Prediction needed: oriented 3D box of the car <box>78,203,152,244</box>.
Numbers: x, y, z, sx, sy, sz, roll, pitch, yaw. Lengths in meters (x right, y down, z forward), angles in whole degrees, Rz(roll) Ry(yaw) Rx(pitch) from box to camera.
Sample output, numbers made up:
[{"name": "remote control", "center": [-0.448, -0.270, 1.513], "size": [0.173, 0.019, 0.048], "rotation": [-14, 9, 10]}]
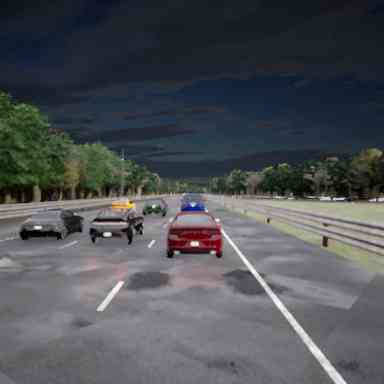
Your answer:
[{"name": "car", "center": [-3.409, 1.491, 15.844], "size": [2.128, 1.511, 4.902], "rotation": [0, 0, 0]}]

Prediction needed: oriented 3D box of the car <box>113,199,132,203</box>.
[{"name": "car", "center": [-6.916, 1.487, 33.656], "size": [1.882, 1.535, 5.008], "rotation": [0, 0, 0]}]

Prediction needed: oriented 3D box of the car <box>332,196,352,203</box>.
[{"name": "car", "center": [37.098, 1.819, 82.481], "size": [1.882, 1.535, 5.008], "rotation": [0, 0, -34]}]

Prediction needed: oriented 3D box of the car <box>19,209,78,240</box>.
[{"name": "car", "center": [-6.910, 1.542, 16.914], "size": [1.994, 1.385, 4.181], "rotation": [0, 0, 0]}]

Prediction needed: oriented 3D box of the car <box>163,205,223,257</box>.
[{"name": "car", "center": [0.092, 1.477, 12.963], "size": [1.882, 1.535, 5.008], "rotation": [0, 0, 0]}]

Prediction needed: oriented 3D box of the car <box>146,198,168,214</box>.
[{"name": "car", "center": [-3.418, 1.361, 31.853], "size": [2.097, 1.767, 4.553], "rotation": [0, 0, 0]}]

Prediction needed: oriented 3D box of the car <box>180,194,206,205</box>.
[{"name": "car", "center": [0.085, 1.230, 31.208], "size": [2.150, 2.045, 5.566], "rotation": [0, 0, 0]}]
